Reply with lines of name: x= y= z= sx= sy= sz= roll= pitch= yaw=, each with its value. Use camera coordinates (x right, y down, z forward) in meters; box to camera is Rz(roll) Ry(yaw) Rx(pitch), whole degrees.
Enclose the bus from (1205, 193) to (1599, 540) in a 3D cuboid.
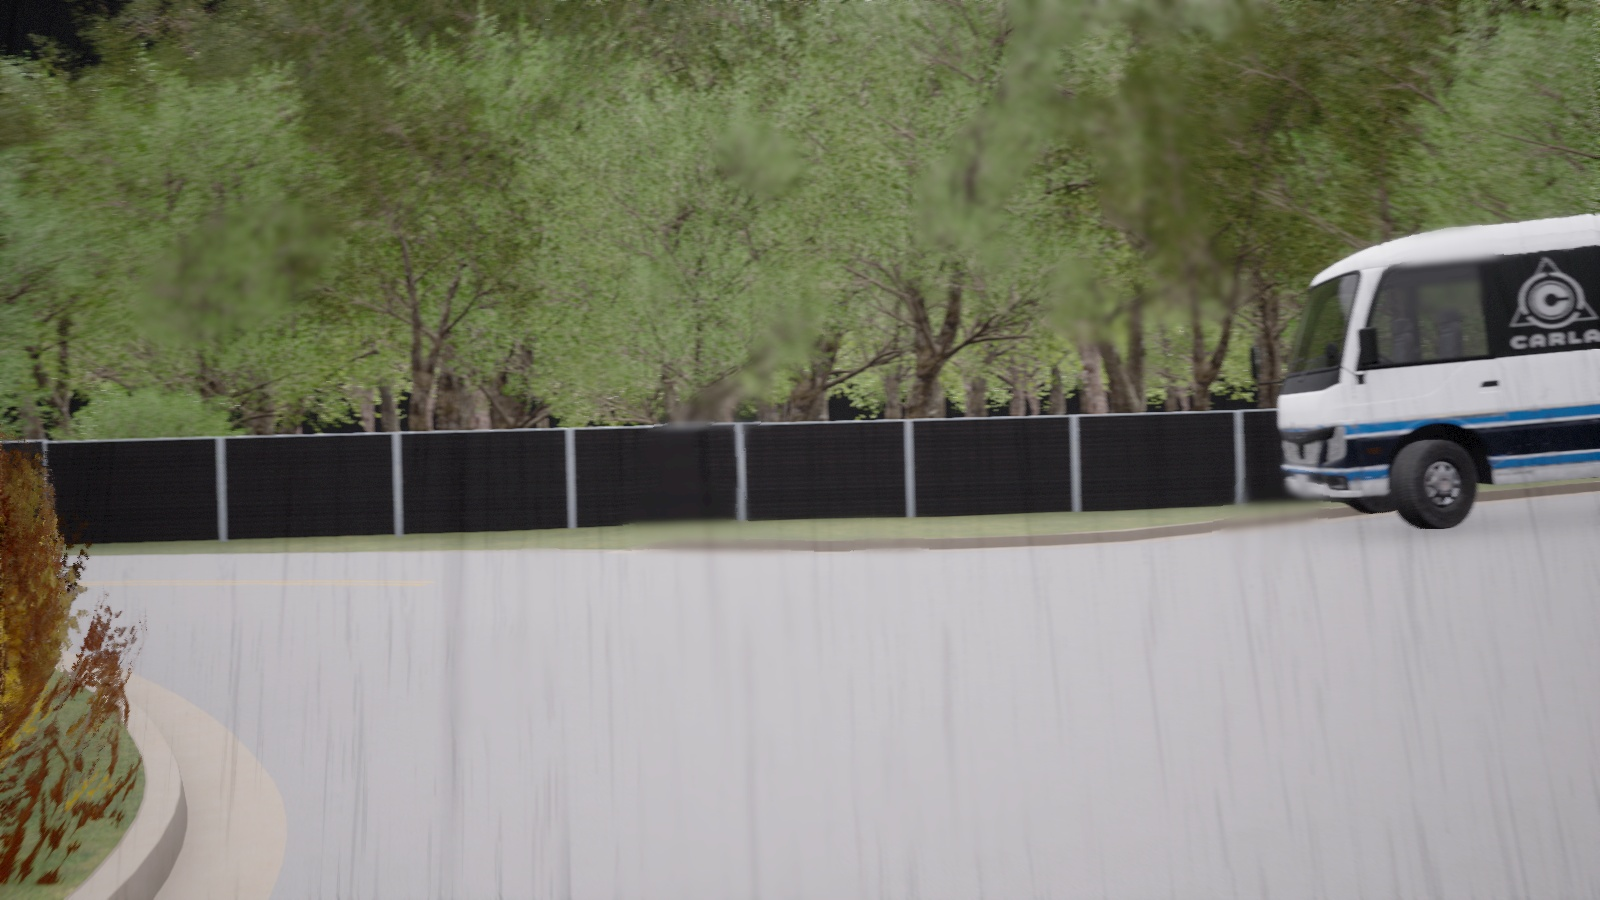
bus: x=11.834 y=-1.395 z=18.511 sx=10.273 sy=4.253 sz=3.944 roll=-6 pitch=0 yaw=7
